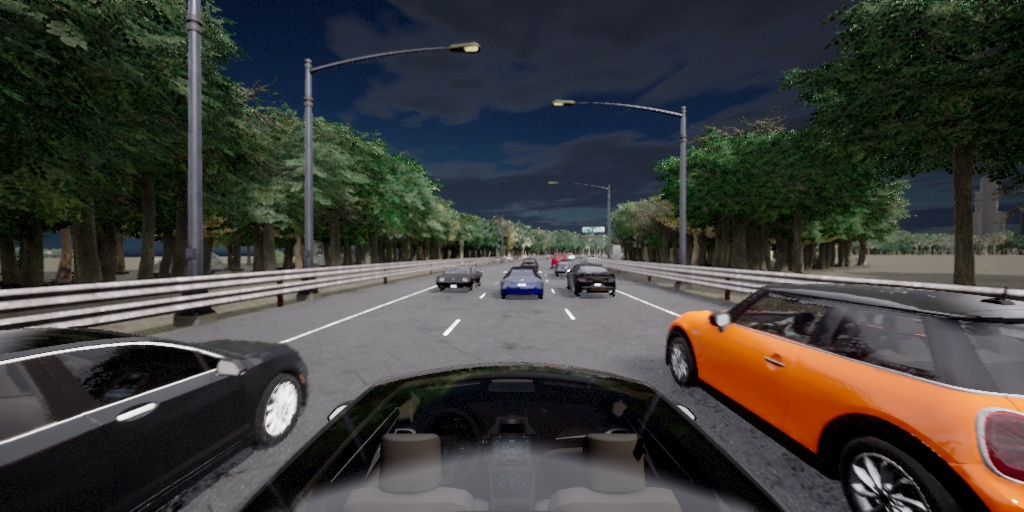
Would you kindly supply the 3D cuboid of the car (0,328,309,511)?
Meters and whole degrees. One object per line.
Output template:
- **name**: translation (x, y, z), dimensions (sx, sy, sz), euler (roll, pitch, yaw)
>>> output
- **car**: translation (-3.361, 1.251, 2.342), dimensions (1.837, 1.490, 4.892), euler (0, 1, 0)

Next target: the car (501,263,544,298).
- **car**: translation (0.518, 1.218, 17.617), dimensions (1.994, 1.385, 4.181), euler (0, 0, 2)

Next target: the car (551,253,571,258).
- **car**: translation (6.487, 0.672, 48.821), dimensions (2.150, 2.045, 5.566), euler (0, 0, 7)

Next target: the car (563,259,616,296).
- **car**: translation (3.938, 1.128, 18.431), dimensions (1.882, 1.535, 5.008), euler (0, 0, 3)

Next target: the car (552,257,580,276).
- **car**: translation (4.884, 1.103, 33.215), dimensions (2.033, 1.411, 5.357), euler (0, 0, 5)

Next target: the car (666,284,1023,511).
- **car**: translation (3.533, 1.088, 3.985), dimensions (2.097, 1.767, 4.553), euler (0, 0, 1)

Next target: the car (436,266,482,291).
- **car**: translation (-2.863, 1.236, 20.529), dimensions (1.895, 1.301, 4.718), euler (0, 0, 3)

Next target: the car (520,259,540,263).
- **car**: translation (1.928, 1.026, 38.077), dimensions (1.837, 1.490, 4.892), euler (0, 0, 5)
